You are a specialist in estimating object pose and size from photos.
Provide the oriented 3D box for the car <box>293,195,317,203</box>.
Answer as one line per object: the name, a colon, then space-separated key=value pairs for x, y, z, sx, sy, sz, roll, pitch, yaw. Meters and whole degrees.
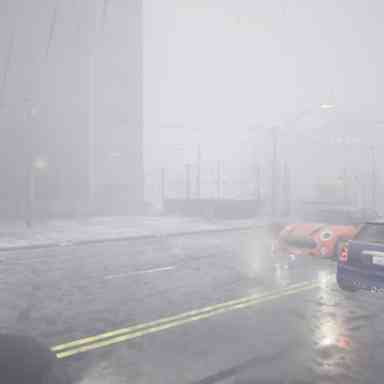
car: x=22.177 y=1.404 z=65.255 sx=4.674 sy=1.452 sz=2.002 roll=0 pitch=0 yaw=-36

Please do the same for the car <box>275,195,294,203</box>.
car: x=19.265 y=1.436 z=69.252 sx=3.806 sy=1.475 sz=1.970 roll=0 pitch=0 yaw=-36

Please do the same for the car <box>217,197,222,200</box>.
car: x=4.539 y=1.563 z=60.740 sx=4.718 sy=1.301 sz=1.895 roll=0 pitch=0 yaw=-36

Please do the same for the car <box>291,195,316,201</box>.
car: x=15.297 y=1.243 z=46.183 sx=4.553 sy=1.767 sz=2.185 roll=0 pitch=0 yaw=-36

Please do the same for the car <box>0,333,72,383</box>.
car: x=-2.751 y=1.564 z=1.781 sx=4.181 sy=1.385 sz=1.994 roll=0 pitch=0 yaw=-35

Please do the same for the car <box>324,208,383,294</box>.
car: x=5.386 y=1.350 z=7.649 sx=4.553 sy=1.767 sz=2.097 roll=0 pitch=0 yaw=-35

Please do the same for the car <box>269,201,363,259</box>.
car: x=5.243 y=1.349 z=12.051 sx=4.553 sy=1.767 sz=2.097 roll=0 pitch=0 yaw=-36
